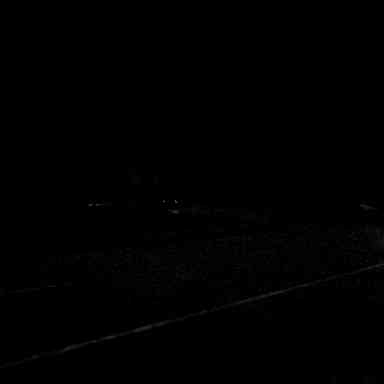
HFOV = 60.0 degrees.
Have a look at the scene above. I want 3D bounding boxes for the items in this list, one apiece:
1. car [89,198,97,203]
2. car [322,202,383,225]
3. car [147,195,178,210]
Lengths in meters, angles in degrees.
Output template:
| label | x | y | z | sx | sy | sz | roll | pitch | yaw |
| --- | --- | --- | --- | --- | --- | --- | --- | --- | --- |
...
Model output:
| label | x | y | z | sx | sy | sz | roll | pitch | yaw |
| --- | --- | --- | --- | --- | --- | --- | --- | --- | --- |
| car | -18.988 | 1.281 | 60.893 | 2.128 | 1.511 | 4.902 | 0 | 0 | -38 |
| car | 11.272 | 1.428 | 22.786 | 1.812 | 1.442 | 4.674 | 0 | 0 | -38 |
| car | -3.743 | 1.225 | 41.692 | 2.097 | 1.767 | 4.553 | 0 | 0 | -38 |
